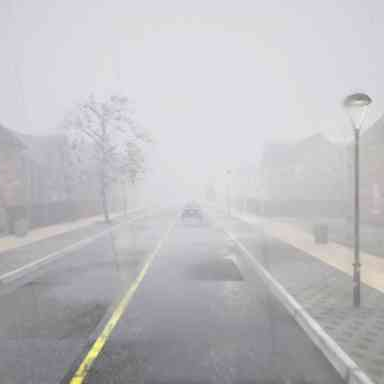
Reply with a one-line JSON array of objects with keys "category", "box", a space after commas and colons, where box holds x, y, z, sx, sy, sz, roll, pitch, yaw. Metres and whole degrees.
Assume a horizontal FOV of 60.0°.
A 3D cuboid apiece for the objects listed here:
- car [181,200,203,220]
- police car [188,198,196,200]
[{"category": "car", "box": [0.011, 1.649, 28.832, 2.033, 1.411, 5.357, 0, 0, 1]}, {"category": "police car", "box": [-0.015, 1.820, 58.369, 2.038, 1.542, 4.974, 0, 0, 0]}]
